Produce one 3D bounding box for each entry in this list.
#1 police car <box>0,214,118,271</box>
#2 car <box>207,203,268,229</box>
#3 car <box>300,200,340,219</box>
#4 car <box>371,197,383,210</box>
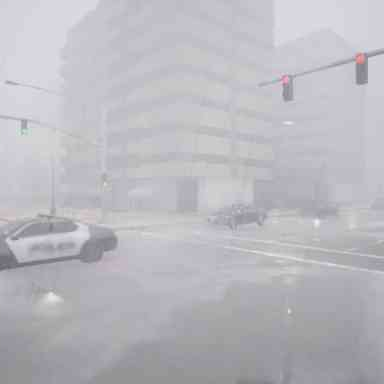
[{"bbox_3d":[-4.853,1.499,10.104,4.974,1.542,2.038,0,0,-42],"label":"police car"},{"bbox_3d":[3.113,1.519,22.272,4.902,1.511,2.128,0,0,-42],"label":"car"},{"bbox_3d":[11.582,1.532,30.019,4.892,1.490,1.837,0,0,-42],"label":"car"},{"bbox_3d":[24.012,1.376,41.343,4.553,1.767,2.097,0,0,-42],"label":"car"}]
